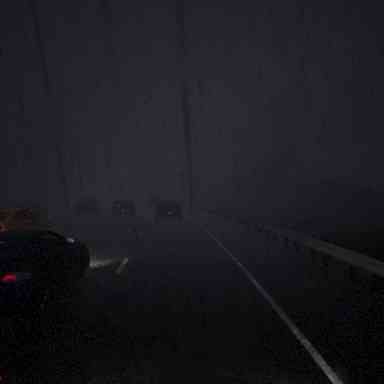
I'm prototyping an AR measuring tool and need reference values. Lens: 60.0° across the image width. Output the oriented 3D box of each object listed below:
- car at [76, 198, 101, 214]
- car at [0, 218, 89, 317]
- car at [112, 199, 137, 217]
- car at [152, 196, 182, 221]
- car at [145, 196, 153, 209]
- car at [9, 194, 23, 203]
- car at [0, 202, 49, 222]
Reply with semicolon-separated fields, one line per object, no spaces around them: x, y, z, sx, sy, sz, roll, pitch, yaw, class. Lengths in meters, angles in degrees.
-10.034;1.287;32.420;1.882;1.535;5.008;0;0;-10;car
-3.695;1.522;7.351;1.994;1.385;4.181;0;0;-3;car
-5.929;1.316;29.163;2.128;1.511;4.902;0;0;-9;car
-1.883;1.318;25.776;1.882;1.535;5.008;0;0;-7;car
-4.660;1.226;41.088;1.882;1.535;5.008;0;1;-12;car
-33.218;1.172;62.790;1.812;1.442;4.674;0;0;-21;car
-7.598;1.399;13.867;1.882;1.535;5.008;0;0;-4;car
